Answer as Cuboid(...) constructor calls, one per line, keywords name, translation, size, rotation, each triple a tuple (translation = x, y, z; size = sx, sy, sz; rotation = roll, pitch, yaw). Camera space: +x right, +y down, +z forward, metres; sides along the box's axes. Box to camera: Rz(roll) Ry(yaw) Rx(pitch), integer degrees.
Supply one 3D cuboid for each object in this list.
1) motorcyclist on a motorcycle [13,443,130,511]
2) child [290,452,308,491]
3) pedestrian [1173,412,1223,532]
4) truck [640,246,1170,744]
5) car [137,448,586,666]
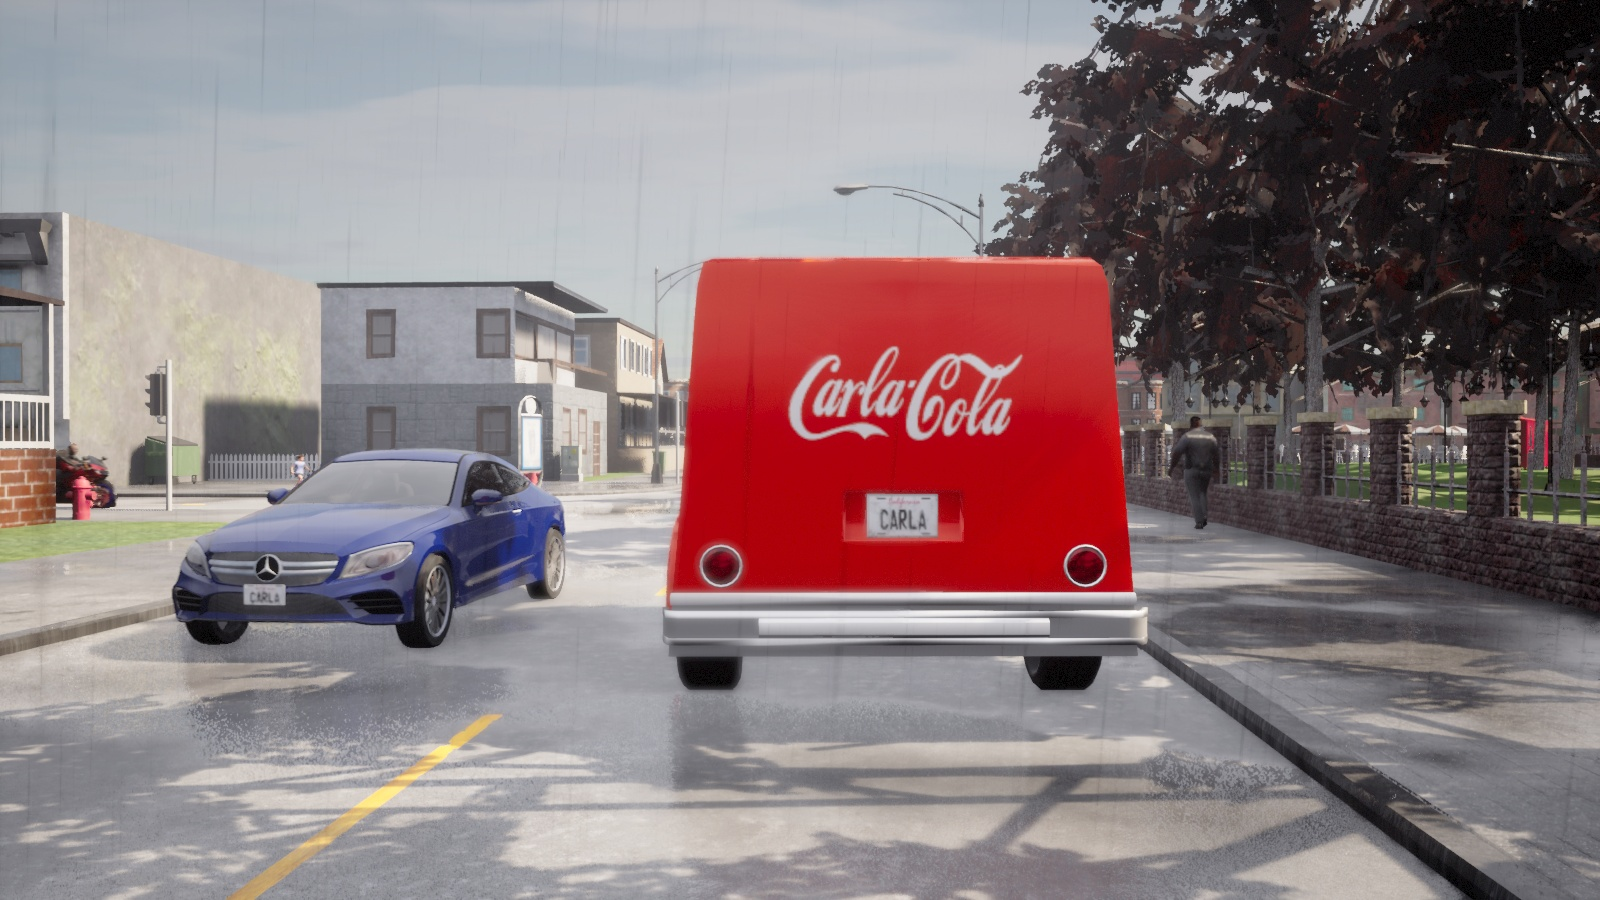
Cuboid(name="motorcyclist on a motorcycle", translation=(-16.601, 0.606, 28.656), size=(2.191, 1.530, 0.866), rotation=(0, 0, 3))
Cuboid(name="child", translation=(-14.396, 0.621, 36.081), size=(0.394, 1.110, 0.255), rotation=(0, 0, 23))
Cuboid(name="pedestrian", translation=(6.364, 0.348, 20.108), size=(0.563, 1.883, 0.849), rotation=(0, 0, 3))
Cuboid(name="truck", translation=(0.519, 0.210, 8.828), size=(2.627, 2.467, 5.204), rotation=(0, 0, 0))
Cuboid(name="car", translation=(-3.376, 0.708, 10.813), size=(1.812, 1.442, 4.674), rotation=(0, 0, 6))
